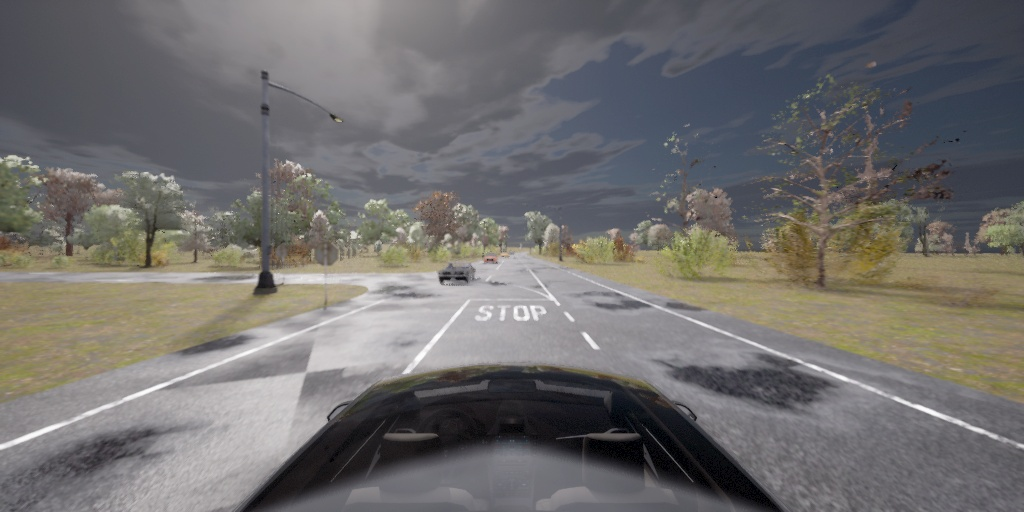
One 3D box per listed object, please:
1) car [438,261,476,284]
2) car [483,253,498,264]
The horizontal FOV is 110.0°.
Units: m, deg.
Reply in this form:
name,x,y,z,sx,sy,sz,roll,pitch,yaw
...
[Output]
name,x,y,z,sx,sy,sz,roll,pitch,yaw
car,-3.461,1.028,23.225,1.895,1.301,4.718,0,1,0
car,-3.405,0.273,57.436,2.097,1.767,4.553,0,1,0
